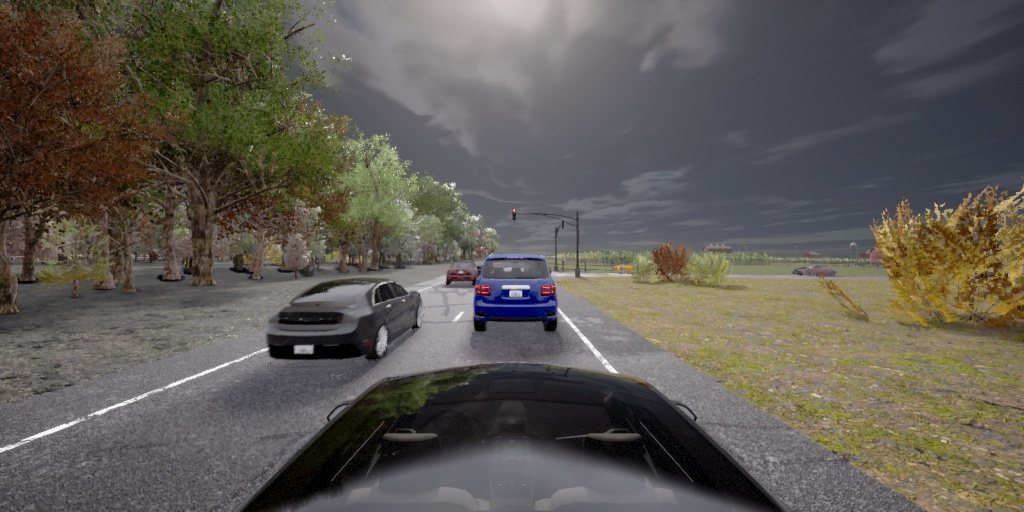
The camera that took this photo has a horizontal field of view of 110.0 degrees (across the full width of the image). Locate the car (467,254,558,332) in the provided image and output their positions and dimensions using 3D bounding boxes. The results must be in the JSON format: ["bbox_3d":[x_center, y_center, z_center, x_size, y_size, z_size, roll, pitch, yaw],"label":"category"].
[{"bbox_3d":[0.089,0.974,11.054,2.150,2.045,5.566,0,0,0],"label":"car"}]

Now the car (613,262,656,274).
[{"bbox_3d":[14.844,1.450,43.621,5.008,1.535,1.882,1,-1,2],"label":"car"}]

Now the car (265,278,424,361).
[{"bbox_3d":[-3.407,1.258,8.279,1.837,1.490,4.892,0,1,0],"label":"car"}]

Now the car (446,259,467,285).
[{"bbox_3d":[-3.436,1.108,26.257,2.097,1.767,4.553,0,0,0],"label":"car"}]

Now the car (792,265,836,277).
[{"bbox_3d":[36.493,1.770,43.418,4.181,1.385,1.994,1,-1,0],"label":"car"}]
